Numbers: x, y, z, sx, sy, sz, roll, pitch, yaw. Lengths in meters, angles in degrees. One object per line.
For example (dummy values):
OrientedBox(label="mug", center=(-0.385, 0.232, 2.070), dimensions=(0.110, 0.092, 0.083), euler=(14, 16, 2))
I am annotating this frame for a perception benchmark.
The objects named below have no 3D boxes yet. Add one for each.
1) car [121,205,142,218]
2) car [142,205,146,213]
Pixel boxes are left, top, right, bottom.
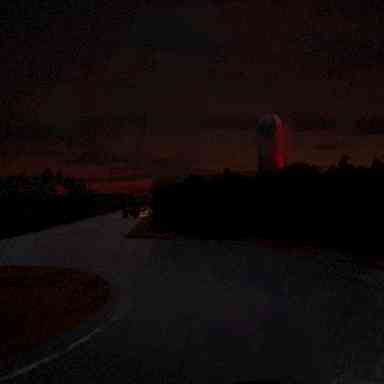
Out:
OrientedBox(label="car", center=(-7.745, 2.532, 42.134), dimensions=(1.812, 1.442, 4.674), euler=(-1, -1, -4))
OrientedBox(label="car", center=(-8.624, 2.753, 53.999), dimensions=(1.994, 1.385, 4.181), euler=(-1, -1, -4))
